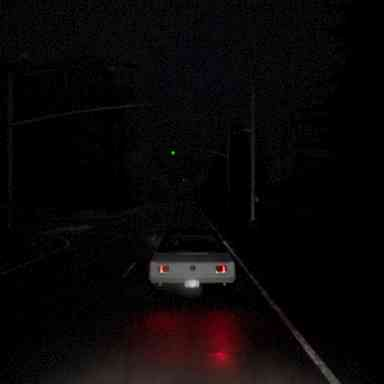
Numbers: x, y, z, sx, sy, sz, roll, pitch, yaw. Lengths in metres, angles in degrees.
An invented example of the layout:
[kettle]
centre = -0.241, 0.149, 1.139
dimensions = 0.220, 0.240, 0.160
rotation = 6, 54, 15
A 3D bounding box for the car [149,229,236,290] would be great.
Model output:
[car]
centre = -0.019, 1.678, 9.286
dimensions = 1.895, 1.301, 4.718
rotation = 0, 0, -1
